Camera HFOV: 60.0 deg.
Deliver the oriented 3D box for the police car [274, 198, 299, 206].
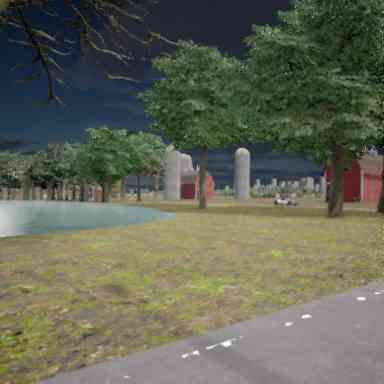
[{"bbox_3d":[18.243,1.929,63.945,2.038,1.542,4.974,2,-1,-35],"label":"police car"}]
